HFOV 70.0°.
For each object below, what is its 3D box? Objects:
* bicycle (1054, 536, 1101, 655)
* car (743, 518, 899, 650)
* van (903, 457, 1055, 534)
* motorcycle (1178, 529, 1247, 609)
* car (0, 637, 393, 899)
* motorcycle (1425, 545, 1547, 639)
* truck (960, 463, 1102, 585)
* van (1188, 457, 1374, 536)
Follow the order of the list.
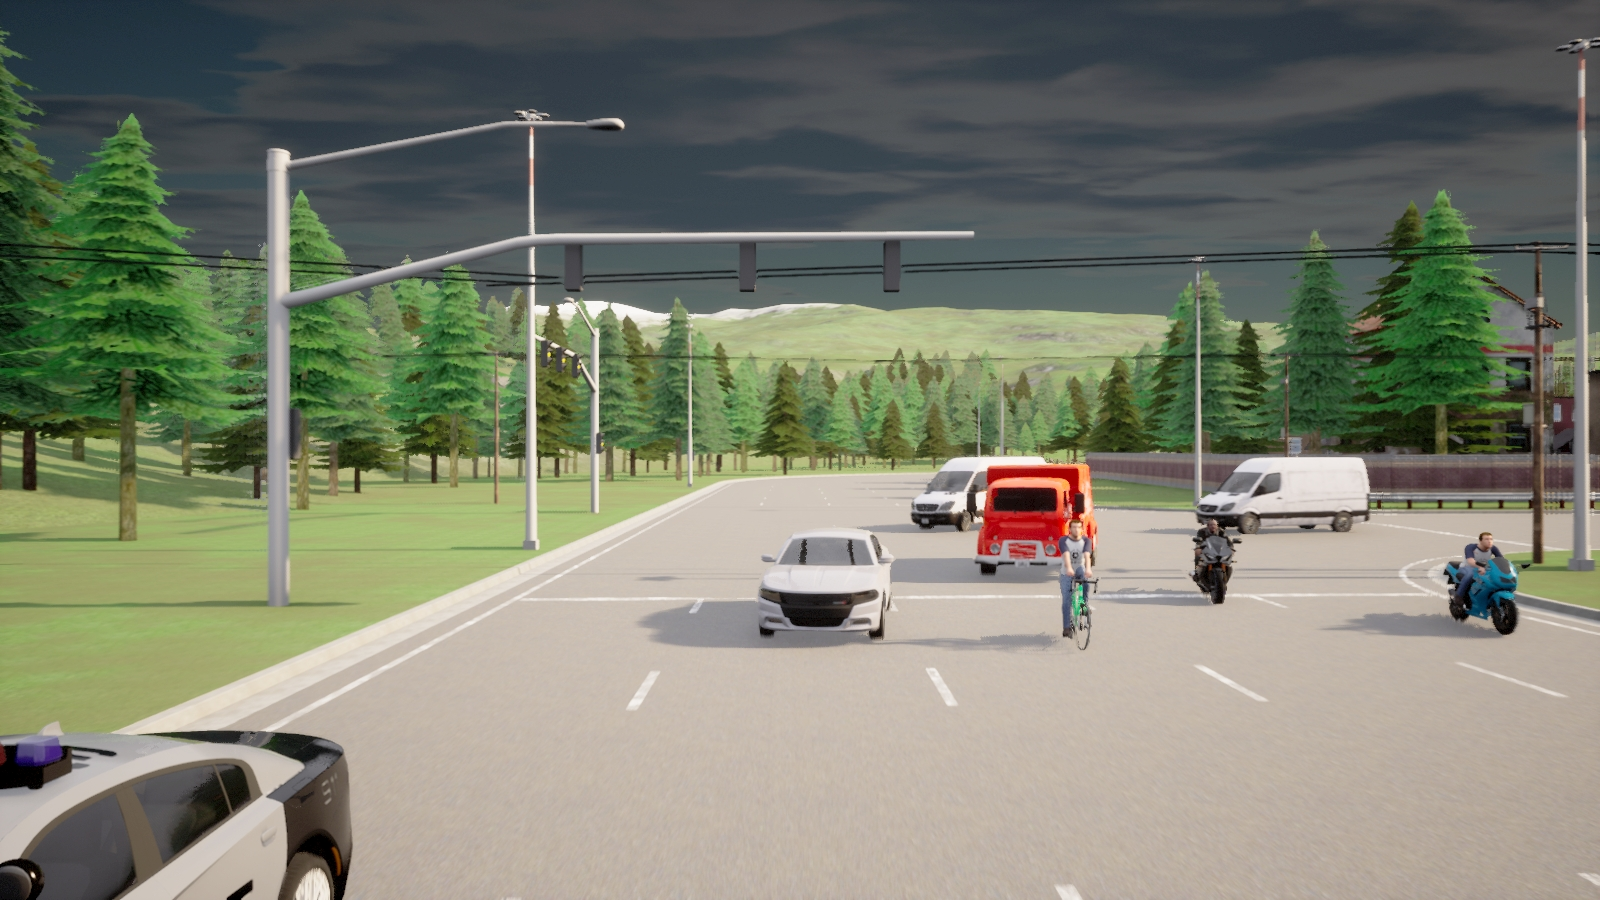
[{"bbox_3d":[3.981,2.056,16.456,0.373,1.496,1.643,0,0,4],"label":"bicycle"},{"bbox_3d":[0.496,2.034,18.617,2.097,1.535,5.006,0,0,6],"label":"car"},{"bbox_3d":[6.449,1.535,40.705,5.915,2.561,1.988,0,-1,-41],"label":"van"},{"bbox_3d":[7.738,2.205,21.529,0.867,1.251,2.209,1,0,11],"label":"motorcycle"},{"bbox_3d":[-3.592,1.982,4.465,2.097,1.638,5.238,0,0,1],"label":"car"},{"bbox_3d":[10.716,2.186,17.940,0.803,1.199,2.033,1,0,5],"label":"motorcycle"},{"bbox_3d":[5.496,1.567,26.545,2.627,2.467,5.204,0,0,18],"label":"truck"},{"bbox_3d":[16.461,1.535,39.123,5.915,2.561,1.988,0,0,-15],"label":"van"}]
